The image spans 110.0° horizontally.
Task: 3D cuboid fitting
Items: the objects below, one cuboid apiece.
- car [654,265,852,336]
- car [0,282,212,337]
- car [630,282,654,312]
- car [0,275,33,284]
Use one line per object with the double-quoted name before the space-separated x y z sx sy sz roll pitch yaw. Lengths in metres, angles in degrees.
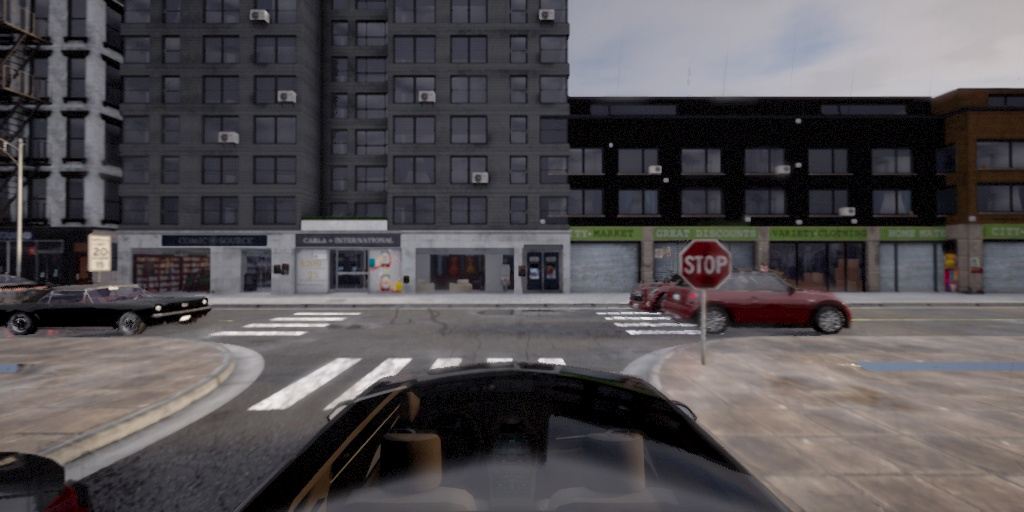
"car" 6.855 1.198 10.327 4.553 1.767 2.097 0 -1 0
"car" -11.637 1.491 10.349 4.718 1.301 1.895 0 -1 0
"car" 6.791 1.228 13.278 4.553 1.767 2.097 0 -1 0
"car" -20.331 1.435 13.313 4.902 1.511 2.128 0 -1 0
